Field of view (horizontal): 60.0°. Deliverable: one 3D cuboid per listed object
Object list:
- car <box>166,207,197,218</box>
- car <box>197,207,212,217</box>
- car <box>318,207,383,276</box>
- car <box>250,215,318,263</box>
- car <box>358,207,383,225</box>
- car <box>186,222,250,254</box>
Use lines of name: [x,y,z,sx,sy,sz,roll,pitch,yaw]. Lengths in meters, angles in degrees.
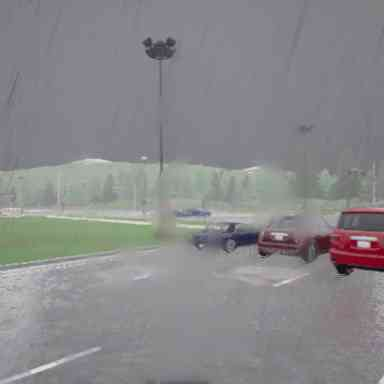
car: [-1.949,3.108,49.149,1.812,1.442,4.674,1,-3,-45]
car: [0.818,3.095,51.320,1.882,1.535,5.008,1,-2,-45]
car: [6.336,1.486,10.525,2.150,2.045,5.566,-2,-3,45]
car: [4.726,1.741,13.859,2.097,1.767,4.553,-2,-3,45]
car: [17.996,2.284,32.278,1.882,1.535,5.008,-2,-3,45]
car: [2.002,2.093,16.067,1.895,1.301,4.718,-2,-3,45]
